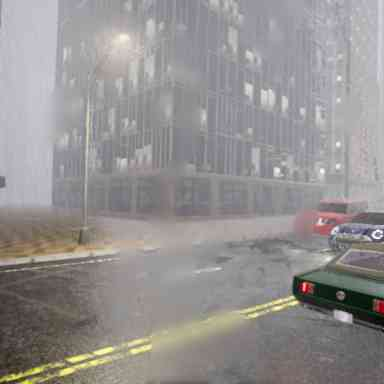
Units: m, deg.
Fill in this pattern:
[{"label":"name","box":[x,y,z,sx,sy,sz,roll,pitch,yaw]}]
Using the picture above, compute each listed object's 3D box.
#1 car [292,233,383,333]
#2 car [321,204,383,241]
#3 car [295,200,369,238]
[{"label":"car","box":[4.154,1.702,6.575,4.718,1.301,1.895,1,-1,-37]},{"label":"car","box":[7.616,1.550,13.744,4.553,1.767,2.097,1,-1,-39]},{"label":"car","box":[7.942,1.463,18.196,5.566,2.045,2.150,1,-1,-40]}]
